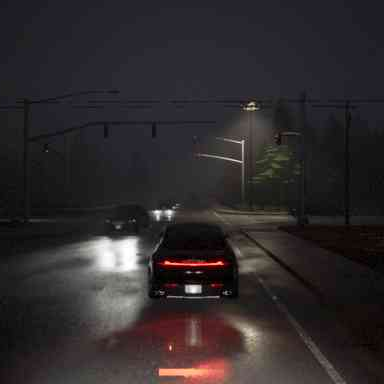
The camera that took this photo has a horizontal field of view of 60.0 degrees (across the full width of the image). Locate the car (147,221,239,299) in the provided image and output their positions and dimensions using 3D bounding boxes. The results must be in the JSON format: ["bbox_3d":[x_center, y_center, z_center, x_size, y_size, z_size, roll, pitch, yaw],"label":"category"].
[{"bbox_3d":[0.047,1.501,8.439,1.837,1.490,4.892,0,0,1],"label":"car"}]

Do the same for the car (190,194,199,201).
[{"bbox_3d":[0.567,1.355,80.865,2.097,1.767,4.553,0,0,2],"label":"car"}]

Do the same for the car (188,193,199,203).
[{"bbox_3d":[0.296,1.224,70.472,2.150,2.045,5.566,0,0,2],"label":"car"}]

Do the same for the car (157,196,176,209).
[{"bbox_3d":[-3.599,1.601,44.843,1.895,1.301,4.718,0,0,0],"label":"car"}]

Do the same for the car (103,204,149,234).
[{"bbox_3d":[-3.664,1.491,19.170,2.128,1.511,4.902,0,0,1],"label":"car"}]

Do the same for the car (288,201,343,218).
[{"bbox_3d":[10.928,1.552,29.636,4.674,1.442,1.812,0,0,1],"label":"car"}]

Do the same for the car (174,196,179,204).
[{"bbox_3d":[-3.576,1.477,54.125,1.882,1.535,5.008,0,0,0],"label":"car"}]
